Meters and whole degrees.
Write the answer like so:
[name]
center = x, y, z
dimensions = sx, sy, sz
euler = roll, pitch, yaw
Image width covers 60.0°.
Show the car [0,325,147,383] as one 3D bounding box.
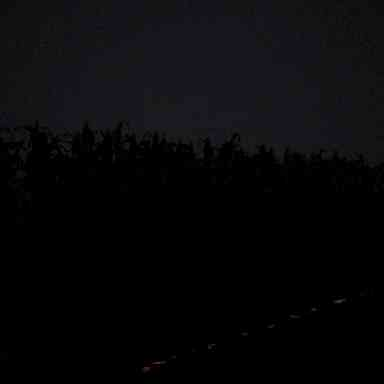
[car]
center = -2.332, 1.530, 1.383
dimensions = 4.674, 1.442, 1.812
euler = 0, 0, -35
